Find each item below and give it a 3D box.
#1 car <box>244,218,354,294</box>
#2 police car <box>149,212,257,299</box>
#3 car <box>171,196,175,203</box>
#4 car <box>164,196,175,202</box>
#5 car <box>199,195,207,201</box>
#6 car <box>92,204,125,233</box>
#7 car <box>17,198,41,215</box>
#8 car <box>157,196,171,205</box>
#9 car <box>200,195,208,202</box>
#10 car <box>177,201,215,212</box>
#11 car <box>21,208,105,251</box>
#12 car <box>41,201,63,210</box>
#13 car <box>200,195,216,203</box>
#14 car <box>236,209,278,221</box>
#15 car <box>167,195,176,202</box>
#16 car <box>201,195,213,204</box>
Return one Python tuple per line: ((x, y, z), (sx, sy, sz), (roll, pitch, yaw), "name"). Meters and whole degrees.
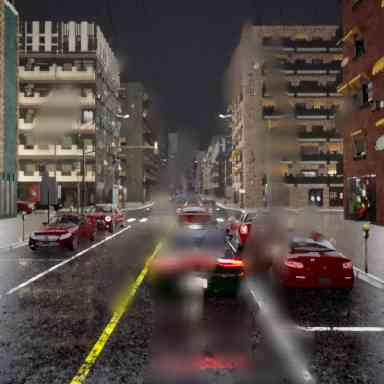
((2.605, 1.584, 8.553), (1.802, 1.307, 4.206), (1, 0, 0), "car")
((0.129, 1.506, 8.538), (2.038, 1.542, 4.974), (0, 0, 0), "police car")
((-5.047, 1.535, 69.043), (1.752, 1.417, 4.829), (1, 0, 0), "car")
((-5.025, 1.575, 74.884), (1.947, 1.339, 4.313), (1, 0, 0), "car")
((2.898, 1.561, 86.226), (2.008, 1.369, 4.403), (1, 0, 0), "car")
((-5.240, 1.444, 19.659), (1.967, 1.590, 4.097), (1, 0, 0), "car")
((-17.446, 1.240, 31.216), (5.009, 1.841, 2.192), (0, -1, 0), "car")
((-5.090, 1.534, 57.701), (1.752, 1.417, 4.829), (1, 0, 0), "car")
((2.877, 1.555, 80.556), (1.887, 1.381, 4.507), (1, 0, 0), "car")
((0.135, 1.482, 18.999), (1.882, 1.535, 5.008), (0, 0, 0), "car")
((-5.259, 1.585, 14.110), (1.802, 1.307, 4.206), (1, 0, 0), "car")
((-17.478, 1.590, 39.092), (4.313, 1.339, 1.947), (0, -1, 0), "car")
((2.770, 1.559, 52.201), (2.008, 1.369, 4.403), (1, 0, 0), "car")
((2.628, 1.443, 14.102), (1.967, 1.590, 4.097), (1, 0, 0), "car")
((-5.004, 1.555, 80.555), (1.887, 1.381, 4.507), (1, 0, 0), "car")
((2.814, 1.449, 63.543), (1.967, 1.590, 4.097), (1, 0, 0), "car")
